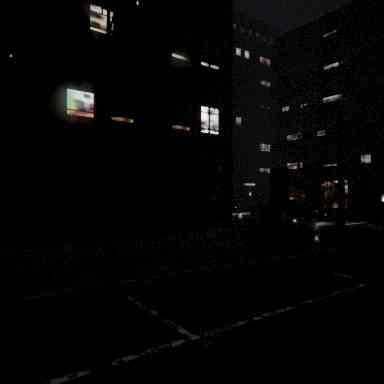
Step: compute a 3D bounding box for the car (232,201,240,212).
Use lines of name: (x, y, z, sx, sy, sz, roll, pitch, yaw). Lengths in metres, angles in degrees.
car: (2.705, 1.167, 33.307, 1.837, 1.490, 4.892, 0, 1, -36)

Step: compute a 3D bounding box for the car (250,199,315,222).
car: (6.184, 1.342, 24.141, 2.008, 1.369, 4.403, 1, 0, -36)

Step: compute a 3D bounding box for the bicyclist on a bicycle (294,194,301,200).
bicyclist on a bicycle: (11.435, 1.011, 36.160, 1.656, 1.620, 0.582, 0, 1, -36)

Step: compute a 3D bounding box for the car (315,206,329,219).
car: (8.201, 1.318, 25.785, 1.812, 1.442, 4.674, 0, 1, -37)
